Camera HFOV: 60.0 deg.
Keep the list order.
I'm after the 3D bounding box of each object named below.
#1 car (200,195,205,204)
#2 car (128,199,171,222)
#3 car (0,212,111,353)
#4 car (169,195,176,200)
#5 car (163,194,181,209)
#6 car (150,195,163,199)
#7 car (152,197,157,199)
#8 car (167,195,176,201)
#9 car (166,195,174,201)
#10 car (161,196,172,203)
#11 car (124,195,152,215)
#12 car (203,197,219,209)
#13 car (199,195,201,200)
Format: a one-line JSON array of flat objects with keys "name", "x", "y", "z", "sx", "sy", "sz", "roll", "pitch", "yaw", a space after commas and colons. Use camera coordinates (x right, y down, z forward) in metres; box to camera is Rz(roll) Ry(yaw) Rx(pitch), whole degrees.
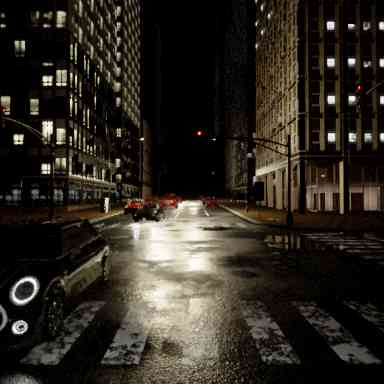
[{"name": "car", "x": 2.788, "y": 1.547, "z": 56.361, "sx": 1.752, "sy": 1.417, "sz": 4.829, "roll": 1, "pitch": 0, "yaw": 0}, {"name": "car", "x": -3.233, "y": 1.557, "z": 26.393, "sx": 2.033, "sy": 1.411, "sz": 5.357, "roll": 0, "pitch": 0, "yaw": 4}, {"name": "car", "x": -3.091, "y": 1.354, "z": 6.463, "sx": 2.097, "sy": 1.767, "sz": 4.553, "roll": 0, "pitch": 0, "yaw": 0}, {"name": "car", "x": -5.536, "y": 1.605, "z": 95.162, "sx": 1.947, "sy": 1.339, "sz": 4.313, "roll": 1, "pitch": 0, "yaw": 0}, {"name": "car", "x": -3.024, "y": 1.240, "z": 45.629, "sx": 2.150, "sy": 2.045, "sz": 5.566, "roll": 0, "pitch": 0, "yaw": 0}, {"name": "car", "x": -5.605, "y": 1.332, "z": 44.986, "sx": 2.192, "sy": 1.841, "sz": 5.009, "roll": 1, "pitch": 0, "yaw": 0}, {"name": "car", "x": -5.619, "y": 1.597, "z": 39.410, "sx": 1.802, "sy": 1.307, "sz": 4.206, "roll": 1, "pitch": 0, "yaw": 0}, {"name": "car", "x": -5.544, "y": 1.587, "z": 89.587, "sx": 2.008, "sy": 1.369, "sz": 4.403, "roll": 1, "pitch": 0, "yaw": 0}, {"name": "car", "x": -5.552, "y": 1.578, "z": 84.012, "sx": 1.887, "sy": 1.381, "sz": 4.507, "roll": 1, "pitch": 0, "yaw": 0}, {"name": "car", "x": -5.568, "y": 1.573, "z": 72.861, "sx": 1.887, "sy": 1.381, "sz": 4.507, "roll": 1, "pitch": 0, "yaw": 0}, {"name": "car", "x": -5.624, "y": 1.453, "z": 33.835, "sx": 1.967, "sy": 1.590, "sz": 4.097, "roll": 1, "pitch": 0, "yaw": 0}, {"name": "car", "x": 2.769, "y": 1.599, "z": 45.035, "sx": 1.802, "sy": 1.307, "sz": 4.206, "roll": 1, "pitch": 0, "yaw": 0}, {"name": "car", "x": 2.795, "y": 1.590, "z": 61.768, "sx": 1.947, "sy": 1.339, "sz": 4.313, "roll": 1, "pitch": 0, "yaw": 0}]
